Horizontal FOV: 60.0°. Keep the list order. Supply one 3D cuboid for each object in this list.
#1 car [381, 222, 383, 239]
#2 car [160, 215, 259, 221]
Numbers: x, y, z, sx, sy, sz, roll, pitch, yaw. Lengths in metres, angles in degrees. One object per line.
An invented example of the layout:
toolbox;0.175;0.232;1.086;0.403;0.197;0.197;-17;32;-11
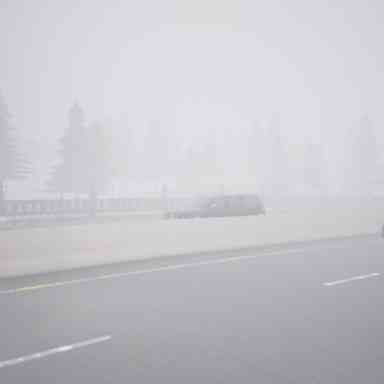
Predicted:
car;9.589;1.397;12.975;4.902;1.511;2.128;0;0;-26
car;1.187;1.124;16.764;5.566;2.045;2.150;0;0;-29
